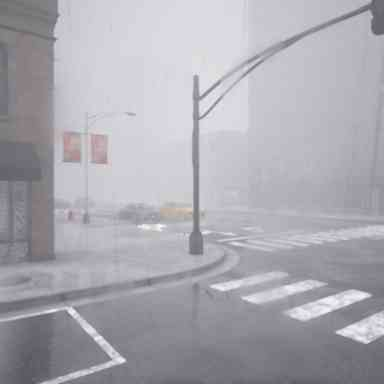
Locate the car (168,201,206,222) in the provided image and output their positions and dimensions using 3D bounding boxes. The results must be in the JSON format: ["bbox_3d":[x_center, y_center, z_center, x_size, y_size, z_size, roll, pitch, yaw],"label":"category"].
[{"bbox_3d":[-0.885,1.435,26.093,1.882,1.535,5.008,0,0,-36],"label":"car"}]

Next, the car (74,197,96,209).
[{"bbox_3d":[-14.526,1.430,45.076,1.837,1.490,4.892,0,0,-35],"label":"car"}]

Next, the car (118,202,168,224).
[{"bbox_3d":[-3.884,1.527,24.694,1.994,1.385,4.181,0,0,-36],"label":"car"}]

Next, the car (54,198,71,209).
[{"bbox_3d":[-17.318,1.493,43.394,1.994,1.385,4.181,0,0,-35],"label":"car"}]
